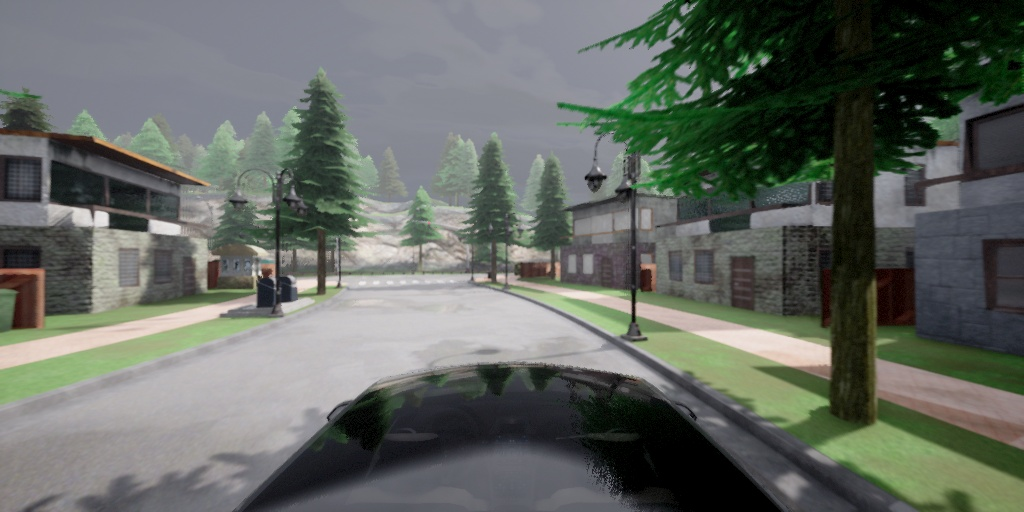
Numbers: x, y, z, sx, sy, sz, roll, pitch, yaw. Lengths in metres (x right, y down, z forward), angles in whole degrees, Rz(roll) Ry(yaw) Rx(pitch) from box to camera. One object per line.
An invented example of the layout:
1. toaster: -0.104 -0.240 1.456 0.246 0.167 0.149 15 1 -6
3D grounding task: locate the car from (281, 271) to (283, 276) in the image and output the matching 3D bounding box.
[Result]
1. car: -23.052 1.379 31.515 5.008 1.535 1.882 2 -1 -23
